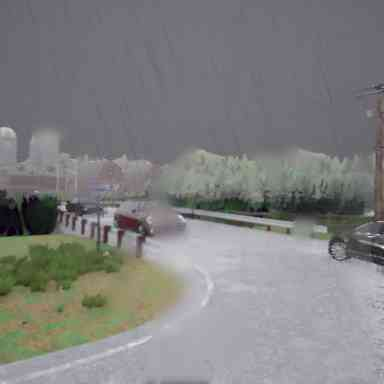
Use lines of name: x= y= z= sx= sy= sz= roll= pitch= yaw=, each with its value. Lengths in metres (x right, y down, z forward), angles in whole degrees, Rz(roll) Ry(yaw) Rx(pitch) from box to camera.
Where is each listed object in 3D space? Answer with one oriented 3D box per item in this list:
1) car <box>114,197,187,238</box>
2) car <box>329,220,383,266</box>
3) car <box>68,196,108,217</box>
car: x=-2.140 y=1.170 z=16.333 sx=2.097 sy=1.767 sz=4.553 roll=1 pitch=1 yaw=-34
car: x=5.988 y=1.557 z=9.684 sx=1.837 sy=1.490 sz=4.892 roll=4 pitch=-1 yaw=-10
car: x=-8.081 y=1.015 z=25.142 sx=2.033 sy=1.411 sz=5.357 roll=1 pitch=1 yaw=-34
